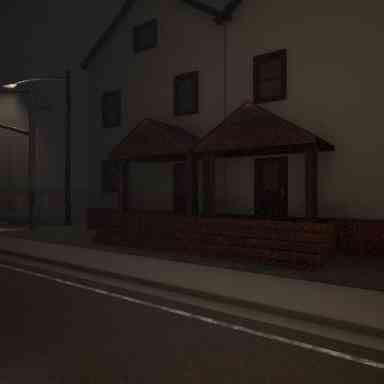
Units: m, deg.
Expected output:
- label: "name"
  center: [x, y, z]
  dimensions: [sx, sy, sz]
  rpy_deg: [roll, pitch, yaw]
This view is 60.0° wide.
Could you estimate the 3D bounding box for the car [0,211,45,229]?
- label: "car"
  center: [-15.642, 2.488, 29.676]
  dimensions: [2.128, 1.511, 4.902]
  rpy_deg: [0, -9, 36]
